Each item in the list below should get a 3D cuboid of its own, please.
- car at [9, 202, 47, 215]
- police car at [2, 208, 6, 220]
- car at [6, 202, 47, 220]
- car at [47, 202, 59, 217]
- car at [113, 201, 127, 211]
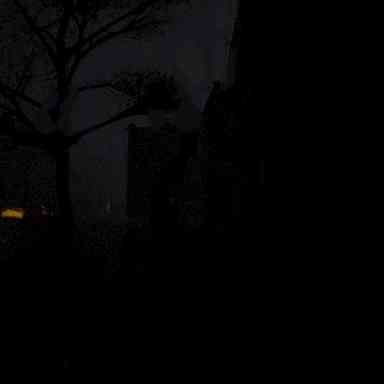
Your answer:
[{"bbox_3d":[-19.531,1.947,39.886,1.994,1.385,4.181,1,-1,10],"label":"car"},{"bbox_3d":[-14.292,1.618,21.973,1.930,1.638,5.238,1,-1,-16],"label":"police car"},{"bbox_3d":[-15.721,1.801,31.081,1.882,1.535,5.008,1,-1,-2],"label":"car"},{"bbox_3d":[-15.558,1.927,36.682,1.837,1.490,4.892,1,-1,6],"label":"car"},{"bbox_3d":[-11.503,2.318,56.216,2.128,1.511,4.902,1,-1,19],"label":"car"}]
